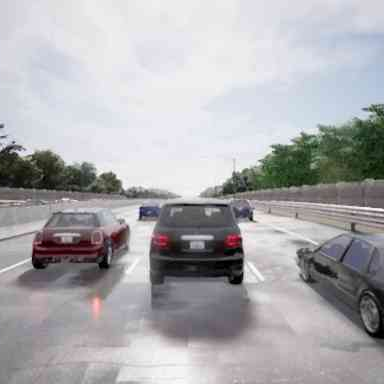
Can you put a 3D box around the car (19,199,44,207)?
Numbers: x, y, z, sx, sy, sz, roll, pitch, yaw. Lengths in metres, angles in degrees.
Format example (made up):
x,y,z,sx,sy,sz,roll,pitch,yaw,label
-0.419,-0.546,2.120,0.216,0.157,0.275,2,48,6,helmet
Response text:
x,y,z,sx,sy,sz,roll,pitch,yaw,label
-21.036,1.723,44.103,1.837,1.490,4.892,0,-1,0,car

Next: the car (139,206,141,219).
x,y,z,sx,sy,sz,roll,pitch,yaw,label
-3.367,1.492,28.633,1.882,1.535,5.008,0,-1,0,car

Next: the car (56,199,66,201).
x,y,z,sx,sy,sz,roll,pitch,yaw,label
-17.535,1.722,44.957,2.128,1.511,4.902,0,-1,0,car

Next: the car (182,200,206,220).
x,y,z,sx,sy,sz,roll,pitch,yaw,label
0.135,1.492,28.622,1.882,1.535,5.008,0,-1,0,car

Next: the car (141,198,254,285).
x,y,z,sx,sy,sz,roll,pitch,yaw,label
0.110,1.160,9.440,2.150,2.045,5.566,0,0,0,car

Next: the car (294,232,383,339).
x,y,z,sx,sy,sz,roll,pitch,yaw,label
3.602,1.497,6.398,2.033,1.411,5.357,0,0,0,car

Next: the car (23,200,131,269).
x,y,z,sx,sy,sz,roll,pitch,yaw,label
-3.384,1.285,11.034,2.097,1.767,4.553,0,0,-1,car

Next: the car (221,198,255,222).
x,y,z,sx,sy,sz,roll,pitch,yaw,label
3.631,1.351,27.180,2.097,1.767,4.553,0,-1,0,car
